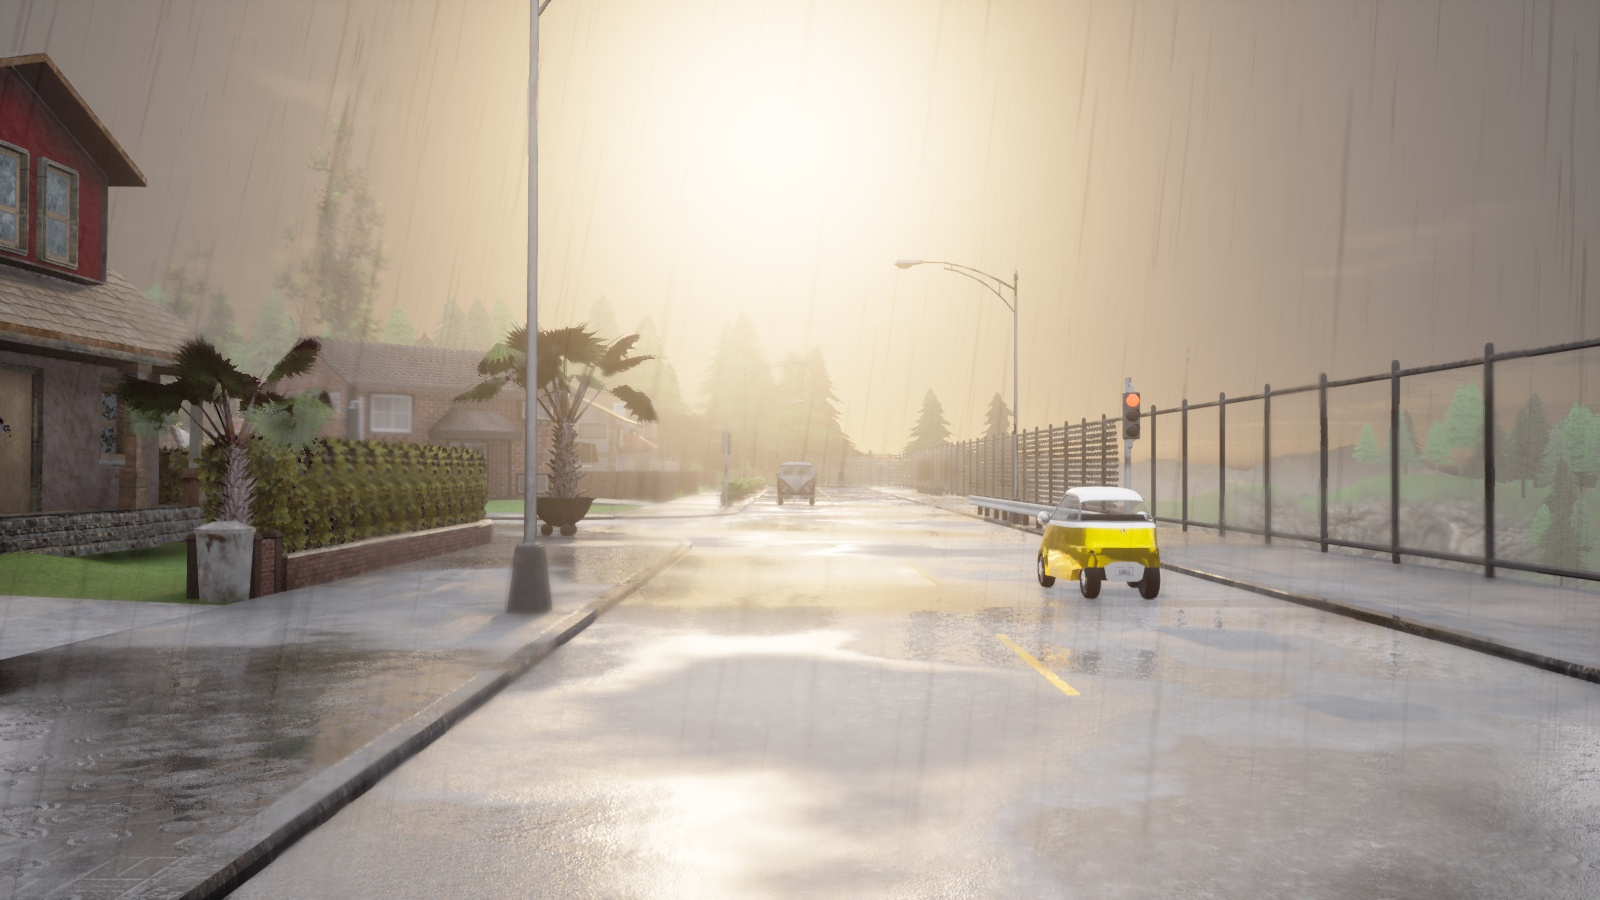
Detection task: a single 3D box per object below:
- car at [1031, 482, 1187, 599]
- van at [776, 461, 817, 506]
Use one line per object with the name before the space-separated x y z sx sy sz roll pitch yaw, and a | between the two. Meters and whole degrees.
car | 3.959 1.128 16.375 1.481 1.376 2.207 0 -1 0
van | -0.162 1.540 58.031 1.775 1.987 4.442 0 -1 0
